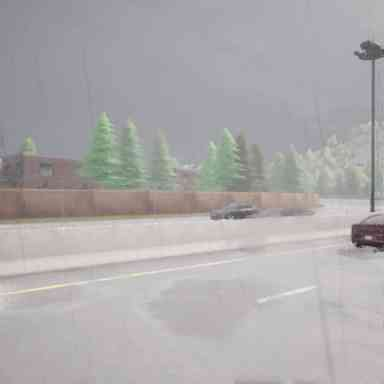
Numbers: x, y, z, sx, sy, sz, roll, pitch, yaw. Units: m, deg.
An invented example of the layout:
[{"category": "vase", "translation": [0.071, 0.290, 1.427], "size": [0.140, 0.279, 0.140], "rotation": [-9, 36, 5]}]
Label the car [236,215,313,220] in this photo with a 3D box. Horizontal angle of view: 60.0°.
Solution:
[{"category": "car", "translation": [5.404, 1.669, 20.808], "size": [5.008, 1.535, 1.882], "rotation": [1, 0, -36]}]

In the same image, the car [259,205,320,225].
[{"category": "car", "translation": [8.046, 1.807, 27.163], "size": [5.357, 1.411, 2.033], "rotation": [1, 0, -38]}]

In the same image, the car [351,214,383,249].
[{"category": "car", "translation": [8.871, 1.658, 14.405], "size": [5.008, 1.535, 1.882], "rotation": [1, 0, -36]}]

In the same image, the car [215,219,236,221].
[{"category": "car", "translation": [3.753, 1.730, 28.285], "size": [4.892, 1.490, 1.837], "rotation": [1, 0, -37]}]
